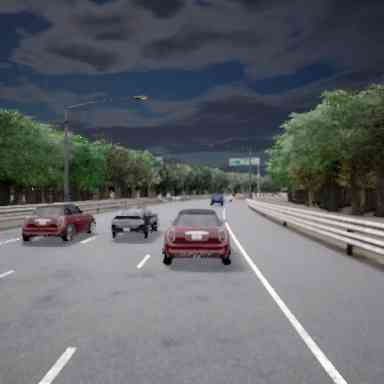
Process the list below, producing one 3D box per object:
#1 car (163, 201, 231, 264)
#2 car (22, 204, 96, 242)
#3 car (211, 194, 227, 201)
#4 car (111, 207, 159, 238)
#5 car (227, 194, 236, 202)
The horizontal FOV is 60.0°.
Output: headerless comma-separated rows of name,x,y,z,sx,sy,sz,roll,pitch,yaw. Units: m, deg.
car,0.216,1.389,12.185,2.097,1.767,4.553,0,0,2
car,-6.493,1.390,16.755,2.097,1.767,4.553,0,0,2
car,4.650,1.380,60.156,2.150,2.045,5.566,0,0,9
car,-2.943,1.541,17.922,2.128,1.511,4.902,0,0,2
car,9.280,1.426,85.172,2.150,2.045,5.566,0,0,12
